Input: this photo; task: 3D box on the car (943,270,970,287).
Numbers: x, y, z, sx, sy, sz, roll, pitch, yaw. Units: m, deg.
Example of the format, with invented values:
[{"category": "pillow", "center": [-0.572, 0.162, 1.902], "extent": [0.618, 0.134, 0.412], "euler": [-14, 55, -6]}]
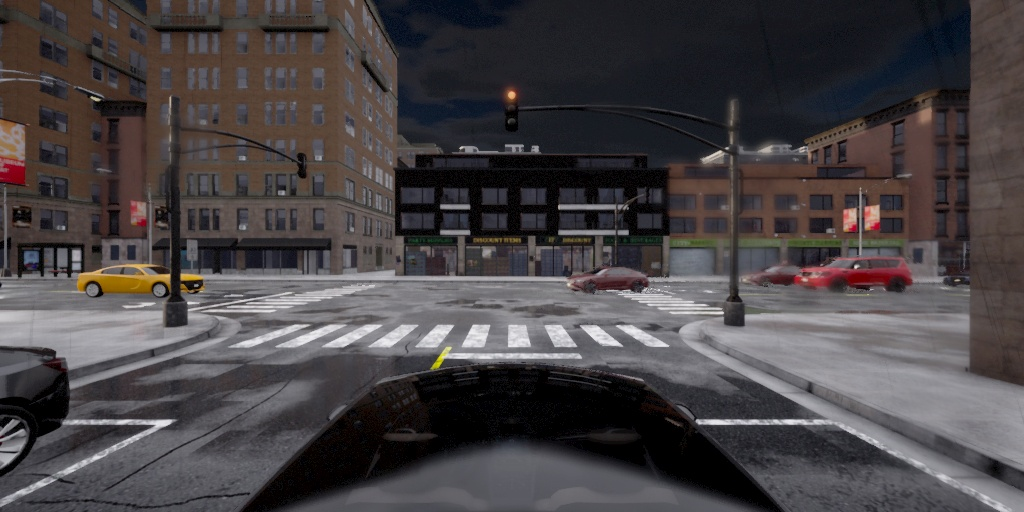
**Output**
[{"category": "car", "center": [32.141, 1.488, 24.290], "extent": [4.181, 1.385, 1.994], "euler": [0, 0, 0]}]

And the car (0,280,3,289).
[{"category": "car", "center": [-27.848, 1.150, 17.310], "extent": [4.674, 1.442, 1.812], "euler": [0, 0, 0]}]

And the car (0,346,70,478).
[{"category": "car", "center": [-5.387, 1.316, 1.866], "extent": [1.948, 1.339, 4.313], "euler": [0, 0, 0]}]

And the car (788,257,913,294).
[{"category": "car", "center": [19.930, 1.082, 20.979], "extent": [5.566, 2.045, 2.150], "euler": [1, 0, 0]}]

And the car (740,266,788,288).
[{"category": "car", "center": [18.050, 1.375, 24.221], "extent": [4.674, 1.442, 1.812], "euler": [0, 0, 0]}]

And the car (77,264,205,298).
[{"category": "car", "center": [-17.782, 1.149, 17.356], "extent": [5.008, 1.535, 1.882], "euler": [0, 0, 0]}]

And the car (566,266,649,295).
[{"category": "car", "center": [5.304, 1.309, 19.899], "extent": [4.674, 1.442, 1.812], "euler": [0, 0, -15]}]
